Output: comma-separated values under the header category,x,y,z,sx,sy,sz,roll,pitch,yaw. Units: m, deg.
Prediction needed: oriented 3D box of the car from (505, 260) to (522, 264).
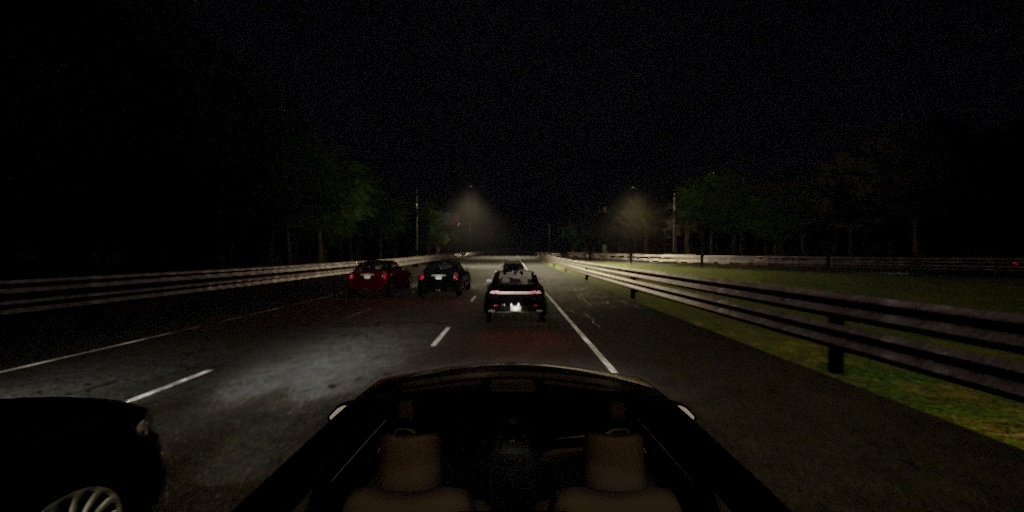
category,x,y,z,sx,sy,sz,roll,pitch,yaw
car,0.104,1.039,34.968,1.895,1.301,4.718,0,1,0

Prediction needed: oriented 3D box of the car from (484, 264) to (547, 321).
category,x,y,z,sx,sy,sz,roll,pitch,yaw
car,0.102,1.205,12.233,2.128,1.511,4.902,0,0,0

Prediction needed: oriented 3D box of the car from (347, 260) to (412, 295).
category,x,y,z,sx,sy,sz,roll,pitch,yaw
car,-6.897,1.011,19.198,2.097,1.767,4.553,0,0,0

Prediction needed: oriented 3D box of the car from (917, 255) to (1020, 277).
category,x,y,z,sx,sy,sz,roll,pitch,yaw
car,33.434,0.687,26.457,2.163,1.488,4.792,0,0,-42

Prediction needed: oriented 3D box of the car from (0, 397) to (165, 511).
category,x,y,z,sx,sy,sz,roll,pitch,yaw
car,-3.401,1.245,0.526,2.128,1.511,4.902,0,0,0

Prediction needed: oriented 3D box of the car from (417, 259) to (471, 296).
category,x,y,z,sx,sy,sz,roll,pitch,yaw
car,-3.397,1.016,18.697,2.097,1.767,4.553,0,0,0
